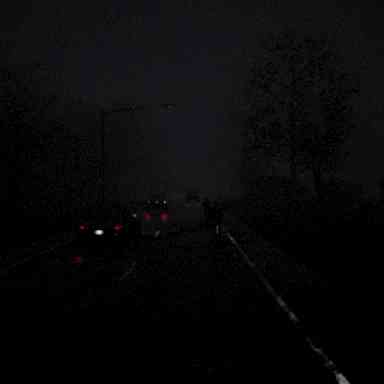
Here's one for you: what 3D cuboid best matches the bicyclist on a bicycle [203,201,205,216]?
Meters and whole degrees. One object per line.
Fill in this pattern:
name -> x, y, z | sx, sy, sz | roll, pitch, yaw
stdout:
bicyclist on a bicycle -> 0.998, 1.221, 22.395 | 0.582, 1.620, 1.656 | 0, 0, 0

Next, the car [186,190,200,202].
car -> 0.177, 0.651, 55.624 | 2.150, 2.045, 5.566 | 0, 1, 0

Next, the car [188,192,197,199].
car -> 0.101, 0.768, 73.700 | 1.812, 1.442, 4.674 | 0, 1, 0

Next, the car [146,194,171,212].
car -> -3.354, 1.001, 33.931 | 2.097, 1.767, 4.553 | 0, 1, 0

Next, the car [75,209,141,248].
car -> -3.382, 1.417, 14.117 | 1.994, 1.385, 4.181 | 0, 1, 0

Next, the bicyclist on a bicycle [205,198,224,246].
bicyclist on a bicycle -> 0.985, 1.229, 13.593 | 0.659, 1.776, 1.843 | 0, 1, 0
